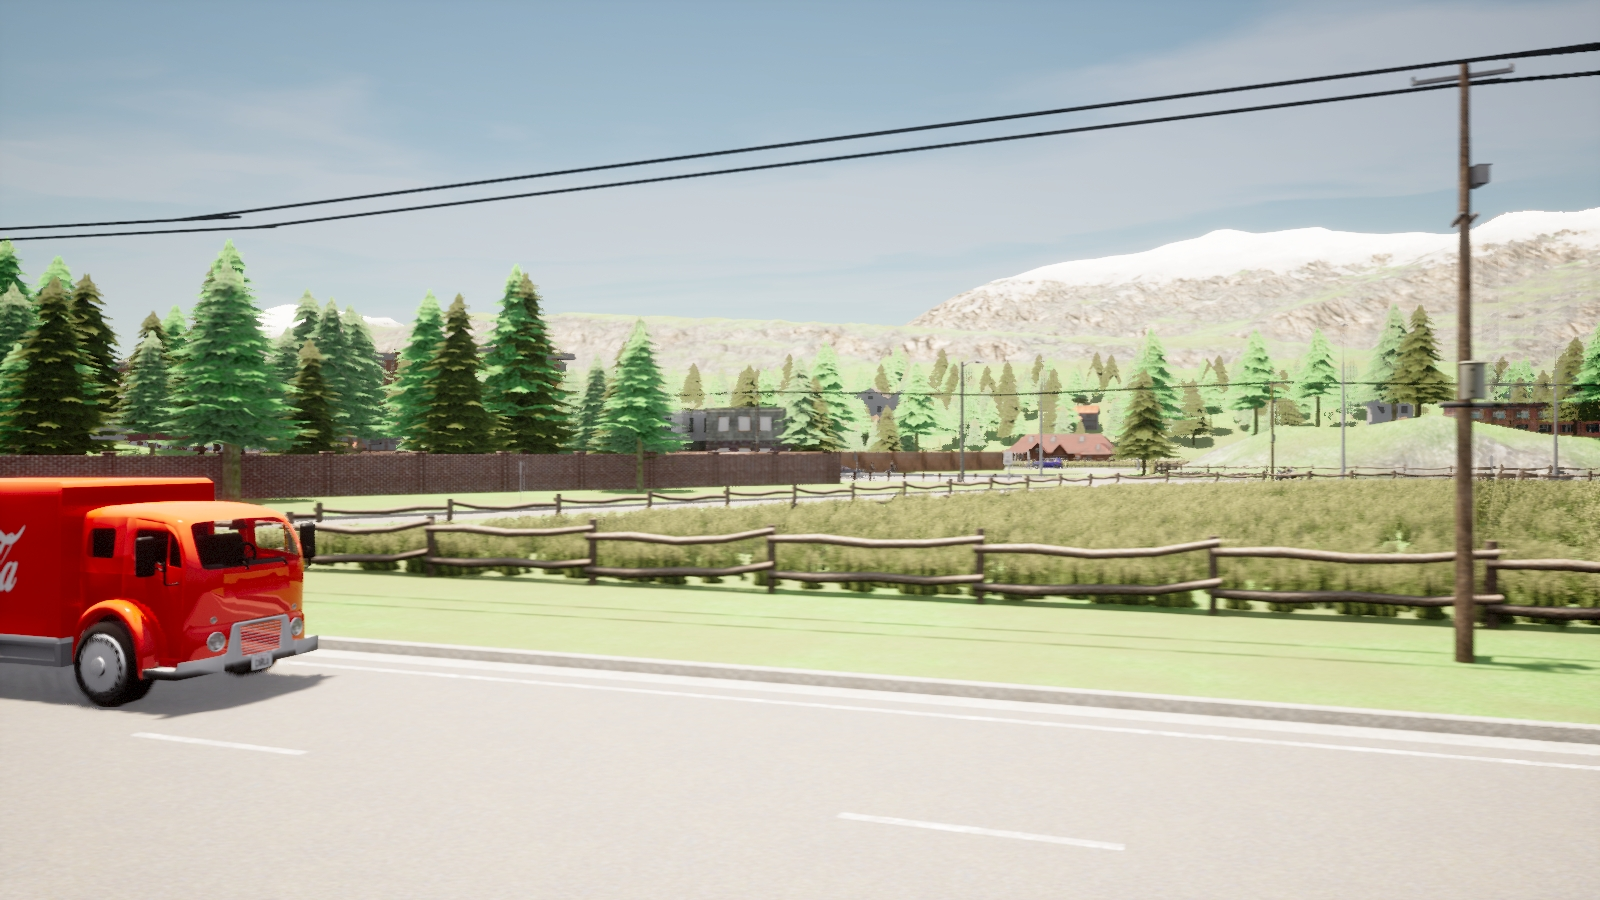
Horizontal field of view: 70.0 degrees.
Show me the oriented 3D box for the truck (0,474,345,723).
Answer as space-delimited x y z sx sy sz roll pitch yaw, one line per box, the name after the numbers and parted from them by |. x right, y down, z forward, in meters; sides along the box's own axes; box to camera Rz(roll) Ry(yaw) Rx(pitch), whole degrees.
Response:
-8.552 1.568 13.860 5.204 2.467 2.627 0 0 20 | truck
